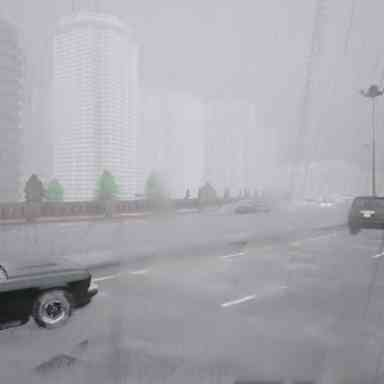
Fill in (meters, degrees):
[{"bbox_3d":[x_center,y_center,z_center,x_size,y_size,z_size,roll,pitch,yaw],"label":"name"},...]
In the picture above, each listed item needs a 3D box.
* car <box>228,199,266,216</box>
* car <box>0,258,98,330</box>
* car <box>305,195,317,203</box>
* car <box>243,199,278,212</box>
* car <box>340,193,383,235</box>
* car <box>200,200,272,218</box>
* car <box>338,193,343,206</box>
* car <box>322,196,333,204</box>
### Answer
[{"bbox_3d":[5.725,1.505,34.417,1.837,1.490,4.892,0,0,37],"label":"car"},{"bbox_3d":[-4.027,1.625,5.299,4.718,1.301,1.895,0,0,-35],"label":"car"},{"bbox_3d":[24.899,1.413,69.553,1.882,1.535,5.008,0,0,26],"label":"car"},{"bbox_3d":[5.840,1.560,28.999,1.994,1.385,4.181,0,0,39],"label":"car"},{"bbox_3d":[10.181,1.189,17.773,2.150,2.045,5.566,0,0,43],"label":"car"},{"bbox_3d":[2.546,1.482,20.293,1.882,1.535,5.008,0,0,45],"label":"car"},{"bbox_3d":[25.045,1.145,53.859,2.150,2.045,5.566,0,0,26],"label":"car"},{"bbox_3d":[26.240,1.451,64.281,2.128,1.511,4.902,0,0,26],"label":"car"}]
